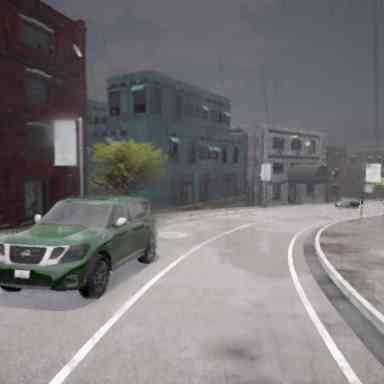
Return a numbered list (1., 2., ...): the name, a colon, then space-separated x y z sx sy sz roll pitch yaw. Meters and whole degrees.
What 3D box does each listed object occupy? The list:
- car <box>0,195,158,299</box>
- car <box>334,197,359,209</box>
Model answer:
1. car: -2.567 1.138 8.791 2.150 2.045 5.566 1 0 11
2. car: 21.203 1.488 45.491 4.902 1.511 2.128 1 3 -43
